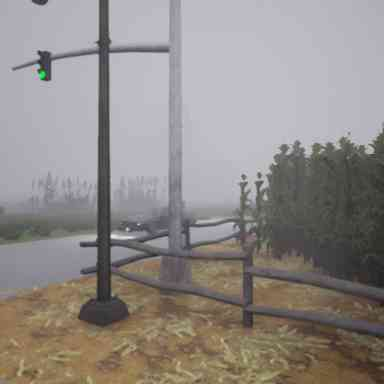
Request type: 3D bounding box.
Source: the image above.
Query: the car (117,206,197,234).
[{"bbox_3d":[-1.811,1.547,19.419,2.033,1.411,5.357,0,0,35],"label":"car"}]
